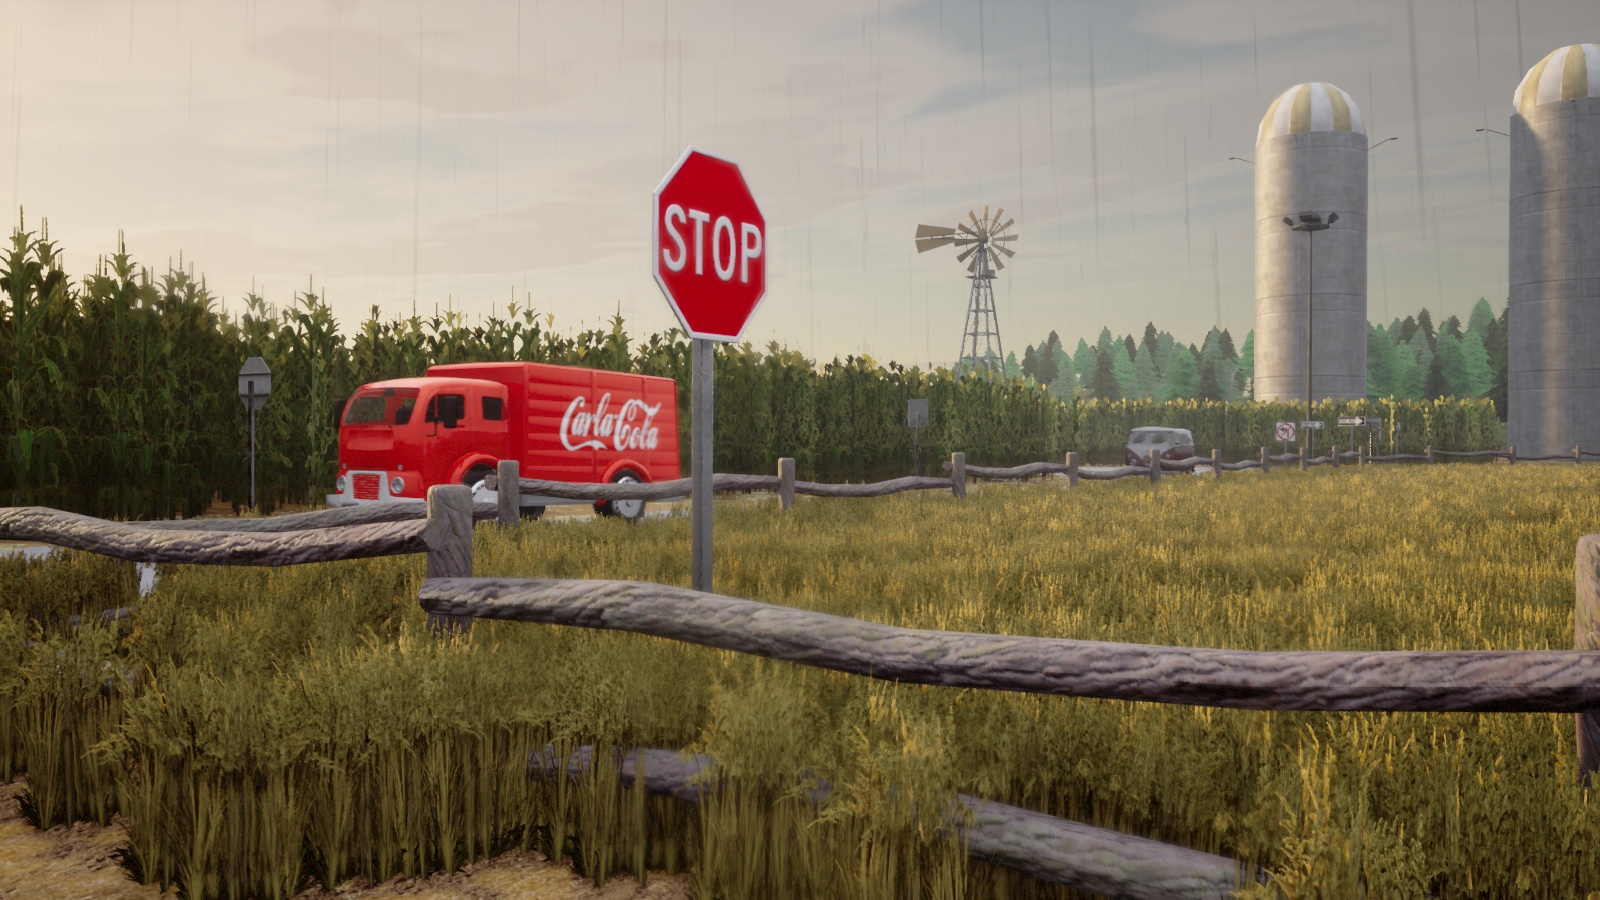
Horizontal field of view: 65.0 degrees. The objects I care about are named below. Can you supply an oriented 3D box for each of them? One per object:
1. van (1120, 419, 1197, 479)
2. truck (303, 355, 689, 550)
[{"bbox_3d":[12.745,-0.059,44.452,1.775,1.987,4.442,0,1,27],"label":"van"},{"bbox_3d":[-4.328,0.055,18.778,2.627,2.467,5.204,-1,-1,34],"label":"truck"}]
